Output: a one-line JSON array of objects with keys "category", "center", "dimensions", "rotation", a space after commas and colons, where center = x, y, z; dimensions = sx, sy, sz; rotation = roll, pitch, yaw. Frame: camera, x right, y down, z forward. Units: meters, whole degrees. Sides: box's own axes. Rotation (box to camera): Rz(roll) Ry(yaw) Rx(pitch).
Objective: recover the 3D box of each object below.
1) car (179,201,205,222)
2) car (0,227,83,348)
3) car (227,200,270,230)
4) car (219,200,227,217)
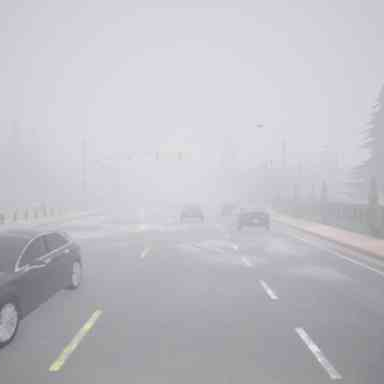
[{"category": "car", "center": [0.003, 1.489, 26.610], "dimensions": [2.128, 1.511, 4.902], "rotation": [0, 0, 0]}, {"category": "car", "center": [-3.585, 1.505, 6.330], "dimensions": [1.837, 1.490, 4.892], "rotation": [0, 0, 0]}, {"category": "car", "center": [3.600, 1.476, 21.194], "dimensions": [1.882, 1.535, 5.008], "rotation": [0, 0, 0]}, {"category": "car", "center": [3.542, 1.475, 30.749], "dimensions": [1.882, 1.535, 5.008], "rotation": [0, 0, 1]}]
